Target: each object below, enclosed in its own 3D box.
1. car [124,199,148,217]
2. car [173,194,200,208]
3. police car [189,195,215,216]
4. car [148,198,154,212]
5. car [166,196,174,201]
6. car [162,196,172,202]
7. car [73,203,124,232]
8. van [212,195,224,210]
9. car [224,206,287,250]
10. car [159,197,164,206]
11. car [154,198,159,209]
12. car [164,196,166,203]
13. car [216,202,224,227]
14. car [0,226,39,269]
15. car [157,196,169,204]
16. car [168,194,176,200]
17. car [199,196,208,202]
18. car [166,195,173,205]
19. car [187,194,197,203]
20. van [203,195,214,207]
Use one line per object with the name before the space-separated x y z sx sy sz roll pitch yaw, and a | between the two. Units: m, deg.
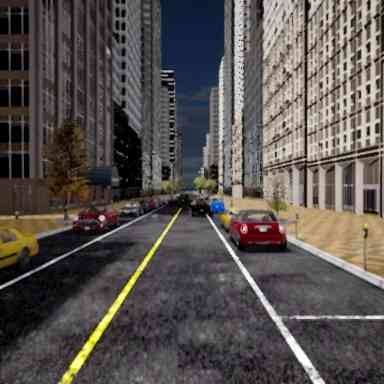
car | -5.709 1.576 31.481 2.008 1.369 4.403 -1 0 0
car | -0.160 1.260 48.898 2.150 2.045 5.566 -1 0 24
police car | 0.888 1.452 32.623 1.930 1.638 5.238 0 0 0
car | -5.711 1.596 37.164 1.947 1.339 4.313 -1 0 0
car | -5.729 1.652 88.317 1.802 1.307 4.206 -1 0 0
car | -5.725 1.612 76.950 2.008 1.369 4.403 -1 0 0
car | -5.706 1.456 20.114 1.967 1.590 4.097 -1 0 0
van | 2.668 1.371 37.168 1.690 1.788 3.998 -1 0 0
car | 2.677 1.452 14.433 1.967 1.590 4.097 -1 0 0
car | -5.715 1.590 48.532 2.008 1.369 4.403 -1 0 0
car | -5.713 1.579 42.848 1.887 1.381 4.507 -1 0 0
car | -5.716 1.626 54.215 1.802 1.307 4.206 -1 0 0
car | 2.676 1.542 20.286 1.752 1.417 4.829 -1 0 0
car | -5.701 1.532 8.577 1.752 1.417 4.829 -1 0 0
car | -5.721 1.604 65.583 2.008 1.369 4.403 -1 0 0
car | -5.732 1.514 94.001 1.967 1.590 4.097 -1 0 0
car | 2.656 1.613 76.953 2.008 1.369 4.403 -1 0 0
car | -3.071 1.648 57.911 1.895 1.301 4.718 0 0 1
car | -0.025 1.372 68.492 2.097 1.767 4.553 0 0 0
van | 2.662 1.385 54.219 1.690 1.788 3.998 -1 0 0
